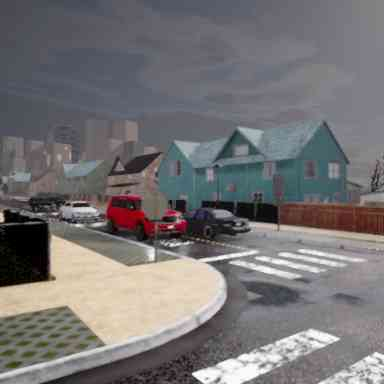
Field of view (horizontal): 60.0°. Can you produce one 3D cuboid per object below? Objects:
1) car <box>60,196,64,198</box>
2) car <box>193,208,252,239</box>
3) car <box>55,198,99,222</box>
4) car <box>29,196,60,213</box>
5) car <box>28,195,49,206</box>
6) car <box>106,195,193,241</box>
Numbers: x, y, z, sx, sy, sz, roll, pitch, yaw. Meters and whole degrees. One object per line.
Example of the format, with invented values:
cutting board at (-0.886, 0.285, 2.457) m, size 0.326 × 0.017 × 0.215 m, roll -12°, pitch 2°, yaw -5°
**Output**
car at (-17.174, 1.270, 41.993) m, size 1.837 × 1.490 × 4.892 m, roll 0°, pitch 1°, yaw -37°
car at (0.696, 1.540, 17.567) m, size 2.033 × 1.411 × 5.357 m, roll 0°, pitch 1°, yaw -36°
car at (-8.707, 1.437, 25.528) m, size 1.812 × 1.442 × 4.674 m, roll 0°, pitch 1°, yaw -37°
car at (-15.869, 1.326, 35.315) m, size 1.837 × 1.490 × 4.892 m, roll 0°, pitch 0°, yaw -36°
car at (-23.128, 1.256, 49.968) m, size 1.994 × 1.385 × 4.181 m, roll 0°, pitch 1°, yaw -36°
car at (-2.572, 1.212, 17.200) m, size 2.150 × 2.045 × 5.566 m, roll 0°, pitch 0°, yaw -36°
